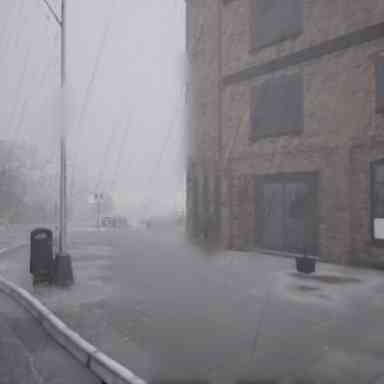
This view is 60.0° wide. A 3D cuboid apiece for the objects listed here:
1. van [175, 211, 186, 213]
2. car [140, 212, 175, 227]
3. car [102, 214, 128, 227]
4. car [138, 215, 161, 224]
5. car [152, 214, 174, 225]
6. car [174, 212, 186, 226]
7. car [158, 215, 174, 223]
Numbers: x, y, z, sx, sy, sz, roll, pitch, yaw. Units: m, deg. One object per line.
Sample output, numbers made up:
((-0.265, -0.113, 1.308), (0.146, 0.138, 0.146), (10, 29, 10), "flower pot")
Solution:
((-1.585, 3.827, 48.595), (1.878, 1.987, 4.442), (0, -4, 12), "van")
((-3.789, 3.313, 37.717), (2.002, 1.452, 4.674), (1, -4, 12), "car")
((-9.531, 3.496, 41.388), (1.837, 1.490, 4.892), (0, -4, 11), "car")
((-6.904, 4.473, 54.420), (2.033, 1.411, 5.357), (0, -4, 12), "car")
((-4.357, 4.187, 50.743), (2.128, 1.511, 4.902), (0, -4, 12), "car")
((-2.707, 3.688, 43.092), (2.163, 1.488, 4.792), (0, -4, 12), "car")
((-4.960, 5.134, 63.925), (1.812, 1.442, 4.674), (0, -4, 11), "car")
